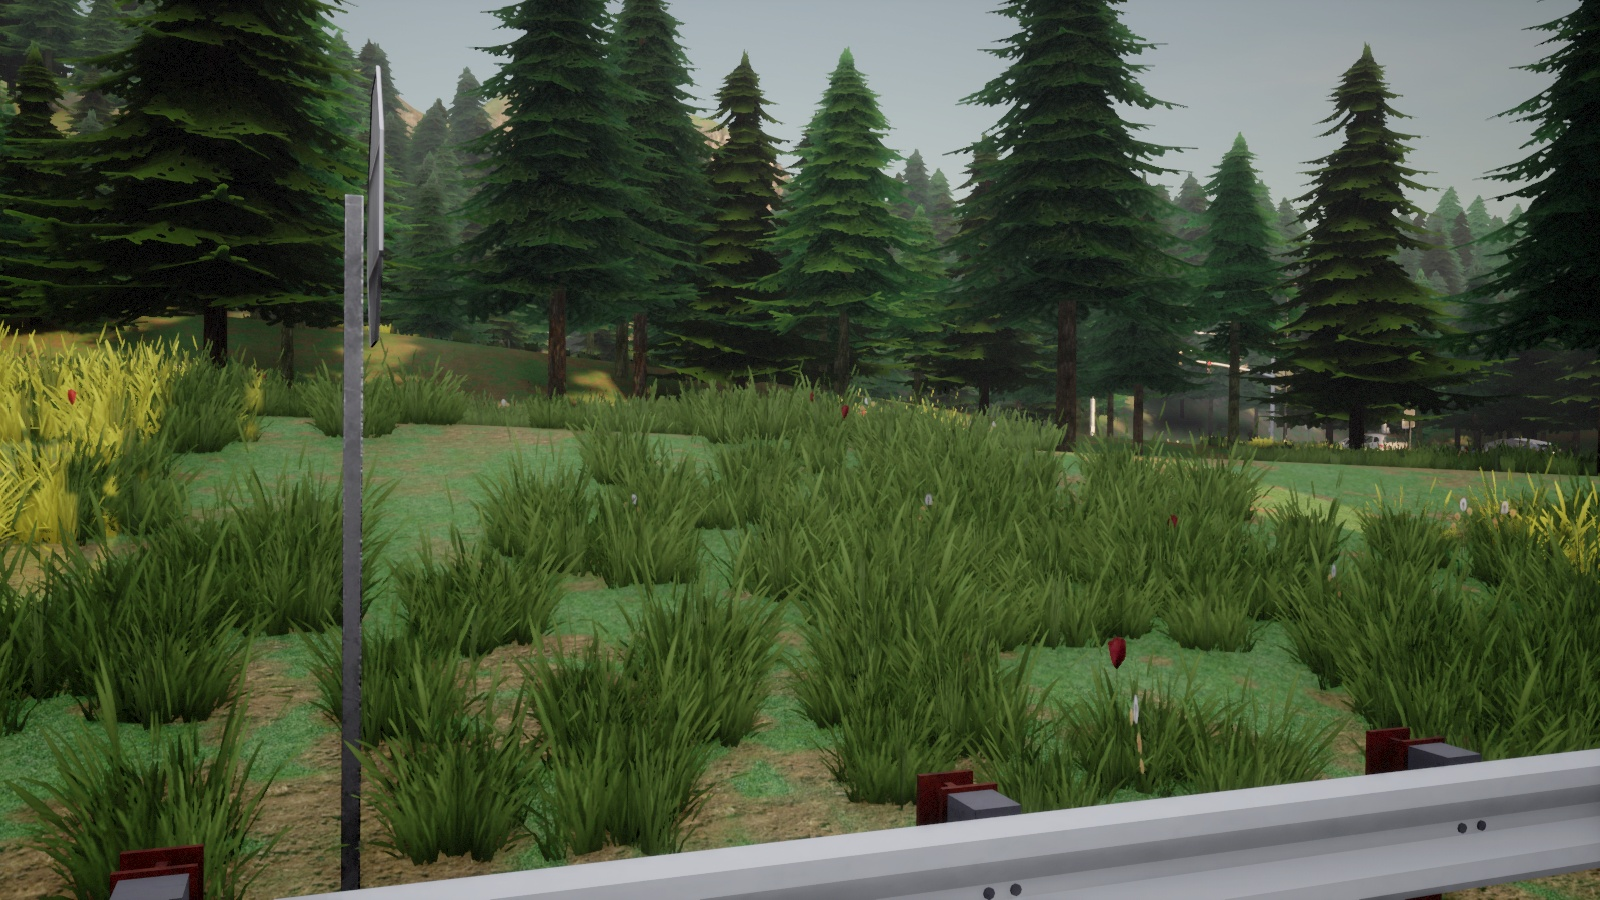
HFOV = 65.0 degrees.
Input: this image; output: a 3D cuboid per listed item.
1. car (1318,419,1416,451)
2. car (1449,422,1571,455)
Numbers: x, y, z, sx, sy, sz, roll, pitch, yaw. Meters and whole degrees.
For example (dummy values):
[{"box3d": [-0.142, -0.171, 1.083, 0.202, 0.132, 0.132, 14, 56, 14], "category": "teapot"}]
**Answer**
[{"box3d": [30.583, -0.820, 67.926, 2.242, 1.667, 4.611, -1, 1, -20], "category": "car"}, {"box3d": [33.581, -0.560, 59.543, 2.163, 1.488, 4.792, -1, 1, -20], "category": "car"}]
